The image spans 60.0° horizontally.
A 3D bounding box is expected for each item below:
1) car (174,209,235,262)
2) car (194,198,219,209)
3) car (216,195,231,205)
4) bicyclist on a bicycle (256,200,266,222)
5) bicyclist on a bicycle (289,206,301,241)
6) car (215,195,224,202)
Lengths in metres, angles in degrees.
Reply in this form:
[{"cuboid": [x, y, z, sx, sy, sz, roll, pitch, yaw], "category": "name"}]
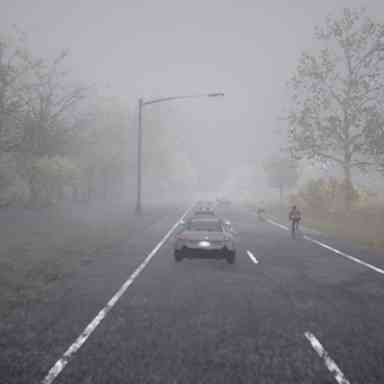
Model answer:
[{"cuboid": [0.459, 1.541, 12.066, 1.994, 1.385, 4.181, 1, 0, 2], "category": "car"}, {"cuboid": [1.130, 1.492, 30.535, 2.033, 1.411, 5.357, 1, 0, 2], "category": "car"}, {"cuboid": [5.603, 1.517, 57.206, 1.994, 1.385, 4.181, 1, 0, 2], "category": "car"}, {"cuboid": [5.345, 1.459, 25.681, 0.866, 1.612, 1.509, 1, 0, 2], "category": "bicyclist on a bicycle"}, {"cuboid": [4.976, 1.493, 16.071, 0.582, 1.620, 1.656, 1, 0, 2], "category": "bicyclist on a bicycle"}, {"cuboid": [6.105, 1.447, 73.663, 1.812, 1.442, 4.674, 1, 0, 2], "category": "car"}]
